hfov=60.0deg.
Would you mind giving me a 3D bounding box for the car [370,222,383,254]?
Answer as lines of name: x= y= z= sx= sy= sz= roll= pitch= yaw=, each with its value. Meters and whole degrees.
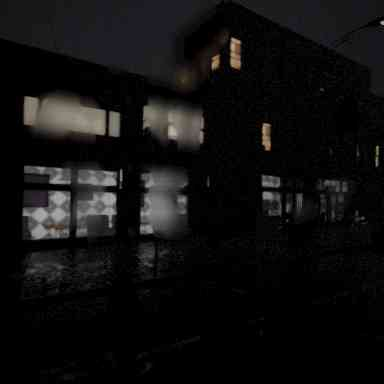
car: x=9.036 y=1.465 z=12.983 sx=5.009 sy=1.841 sz=2.192 roll=1 pitch=1 yaw=-35
